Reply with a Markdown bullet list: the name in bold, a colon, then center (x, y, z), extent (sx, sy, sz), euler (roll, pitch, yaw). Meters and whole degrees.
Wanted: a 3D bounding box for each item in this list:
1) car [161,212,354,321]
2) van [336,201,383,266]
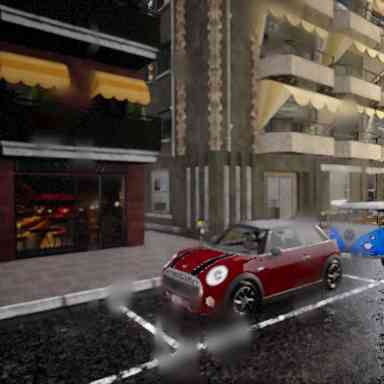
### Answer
- **car**: center (1.348, 1.368, 7.082), extent (4.097, 1.590, 1.967), euler (-1, 1, -36)
- **van**: center (5.964, 1.189, 10.404), extent (3.998, 1.788, 1.690), euler (-1, 1, -36)
